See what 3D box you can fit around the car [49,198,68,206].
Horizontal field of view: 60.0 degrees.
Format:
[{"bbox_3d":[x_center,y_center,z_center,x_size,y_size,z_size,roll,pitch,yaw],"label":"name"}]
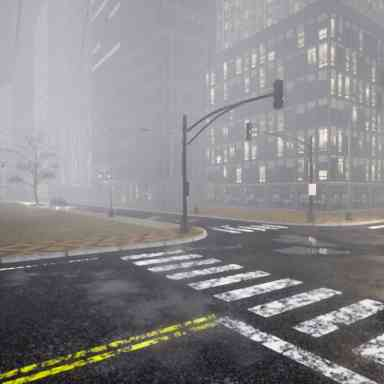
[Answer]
[{"bbox_3d":[-21.749,1.606,54.191,1.895,1.301,4.718,0,0,-35],"label":"car"}]
